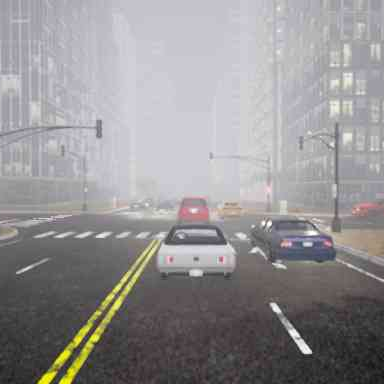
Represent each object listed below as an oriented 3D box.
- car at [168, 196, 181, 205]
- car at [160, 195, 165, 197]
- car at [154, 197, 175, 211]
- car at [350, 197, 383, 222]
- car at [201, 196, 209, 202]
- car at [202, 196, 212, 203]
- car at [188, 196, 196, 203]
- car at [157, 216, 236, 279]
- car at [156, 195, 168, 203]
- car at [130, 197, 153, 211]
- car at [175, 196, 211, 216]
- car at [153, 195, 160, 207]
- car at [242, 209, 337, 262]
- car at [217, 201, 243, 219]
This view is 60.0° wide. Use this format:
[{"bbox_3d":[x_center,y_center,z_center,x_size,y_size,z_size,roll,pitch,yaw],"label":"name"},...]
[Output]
[{"bbox_3d":[-3.258,1.585,62.900,2.128,1.511,4.902,0,0,0],"label":"car"},{"bbox_3d":[-6.507,1.656,61.688,1.994,1.385,4.181,0,0,0],"label":"car"},{"bbox_3d":[-3.344,1.634,42.551,1.994,1.385,4.181,0,0,0],"label":"car"},{"bbox_3d":[16.397,1.404,27.942,5.566,2.045,2.150,1,1,1],"label":"car"},{"bbox_3d":[3.240,1.652,83.780,2.033,1.411,5.357,0,0,0],"label":"car"},{"bbox_3d":[3.242,1.582,73.421,1.882,1.535,5.008,0,0,0],"label":"car"},{"bbox_3d":[-0.009,1.629,73.560,1.812,1.442,4.674,0,0,0],"label":"car"},{"bbox_3d":[0.099,1.619,10.056,1.895,1.301,4.718,0,0,0],"label":"car"},{"bbox_3d":[-6.509,1.458,71.988,2.097,1.767,4.553,0,0,0],"label":"car"},{"bbox_3d":[-6.599,1.561,42.114,2.128,1.511,4.902,0,0,0],"label":"car"},{"bbox_3d":[0.113,1.320,24.584,2.150,2.045,5.566,1,1,0],"label":"car"},{"bbox_3d":[-6.560,1.559,51.788,1.882,1.535,5.008,0,0,-1],"label":"car"},{"bbox_3d":[3.353,1.569,12.145,2.033,1.411,5.357,0,0,0],"label":"car"},{"bbox_3d":[3.358,1.523,29.755,1.882,1.535,5.008,1,1,0],"label":"car"}]
